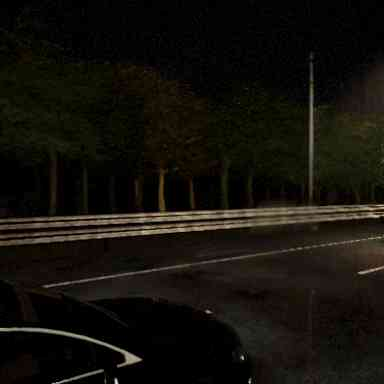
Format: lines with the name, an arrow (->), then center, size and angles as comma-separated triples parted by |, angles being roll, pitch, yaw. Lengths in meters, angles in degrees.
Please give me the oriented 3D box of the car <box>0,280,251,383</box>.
car -> -1.671, 1.499, 2.524 | 4.892, 1.490, 1.837 | 0, 0, -36
